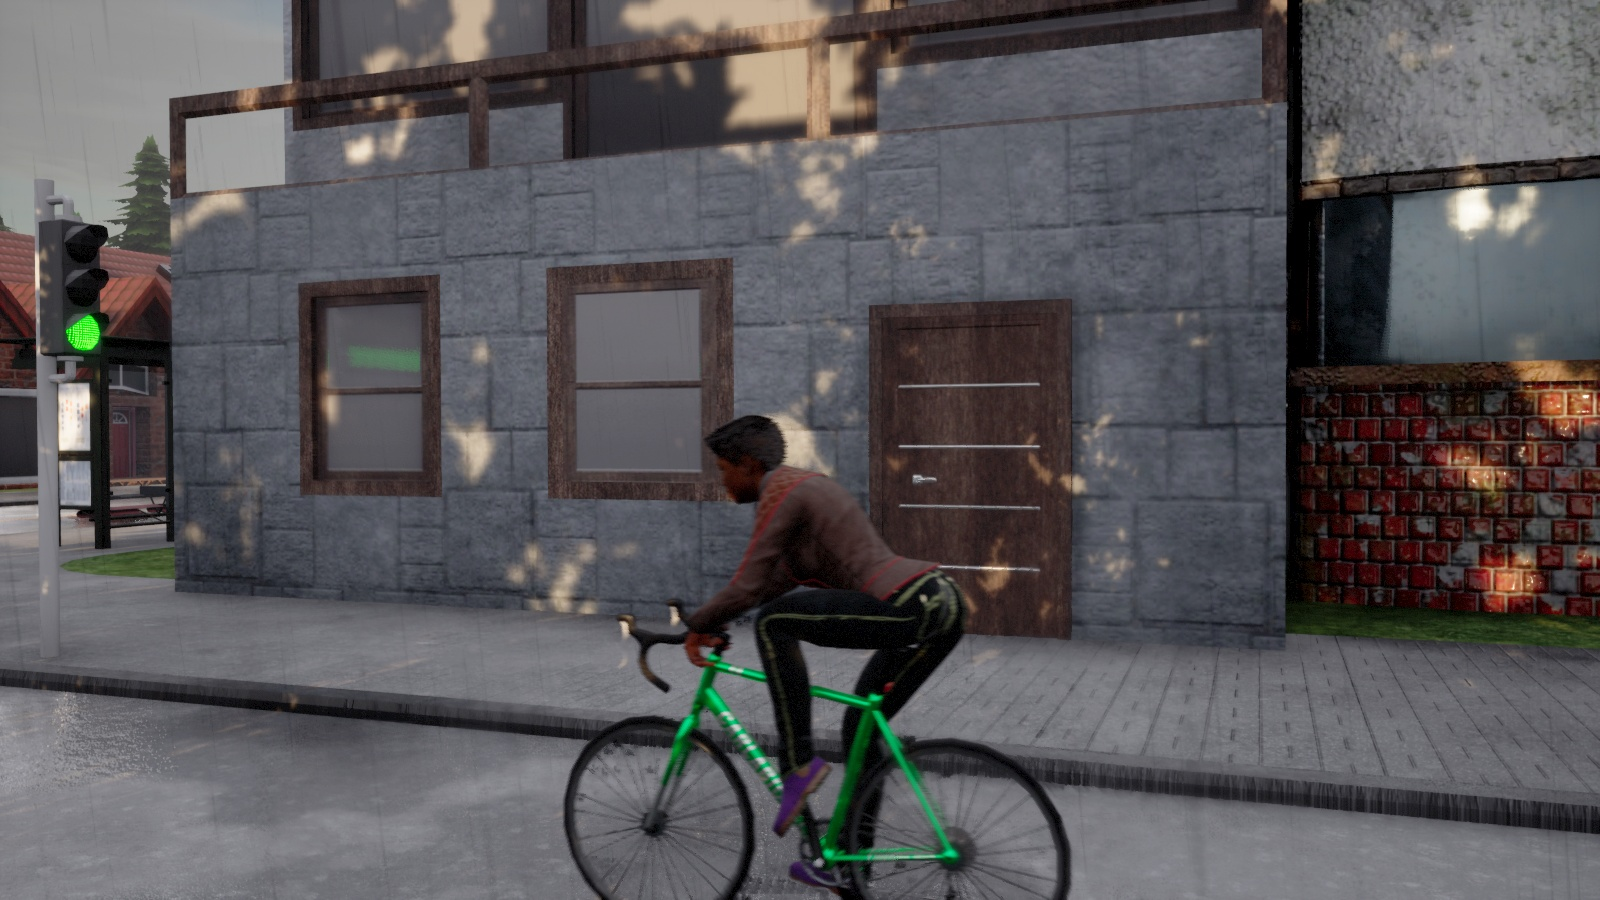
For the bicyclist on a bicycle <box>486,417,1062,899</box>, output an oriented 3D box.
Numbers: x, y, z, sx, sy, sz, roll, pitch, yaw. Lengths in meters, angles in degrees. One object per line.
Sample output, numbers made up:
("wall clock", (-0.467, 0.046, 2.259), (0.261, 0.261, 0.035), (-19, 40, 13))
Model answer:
("bicyclist on a bicycle", (-0.080, 0.718, 3.835), (1.656, 1.620, 0.582), (0, 1, 20))
